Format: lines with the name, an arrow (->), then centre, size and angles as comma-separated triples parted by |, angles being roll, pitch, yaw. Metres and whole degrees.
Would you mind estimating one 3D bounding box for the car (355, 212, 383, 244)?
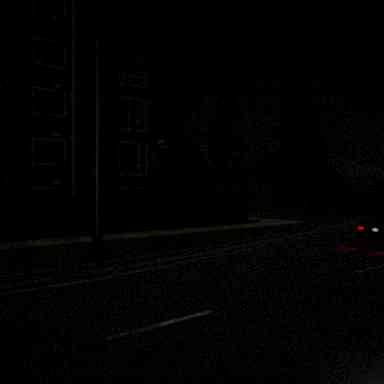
car -> 9.339, 1.555, 14.705 | 5.357, 1.411, 2.033 | 0, 0, -35
